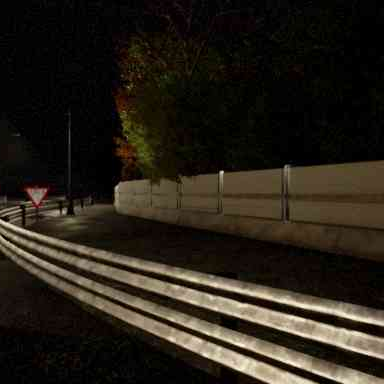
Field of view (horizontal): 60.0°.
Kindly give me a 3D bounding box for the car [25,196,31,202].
[{"bbox_3d":[-37.876,1.515,77.820,1.994,1.385,4.181,0,0,-29],"label":"car"}]
